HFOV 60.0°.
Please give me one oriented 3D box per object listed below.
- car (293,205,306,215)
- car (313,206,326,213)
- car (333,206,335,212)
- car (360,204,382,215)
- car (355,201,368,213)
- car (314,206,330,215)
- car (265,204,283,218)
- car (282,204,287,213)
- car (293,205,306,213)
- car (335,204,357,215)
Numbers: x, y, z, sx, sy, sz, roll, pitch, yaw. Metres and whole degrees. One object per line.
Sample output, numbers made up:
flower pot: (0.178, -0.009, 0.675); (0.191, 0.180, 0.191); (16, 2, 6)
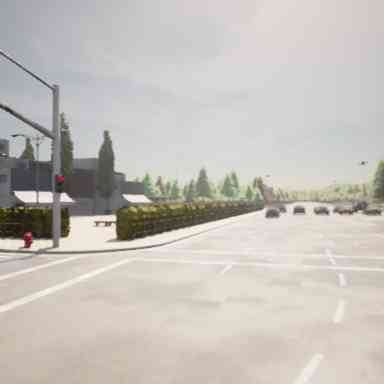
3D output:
car: (17.951, 2.989, 55.463); (1.882, 1.535, 5.008); (-1, -2, 18)
car: (23.637, 3.235, 61.717); (1.895, 1.301, 4.718); (-1, -2, 18)
car: (27.268, 3.145, 61.533); (1.994, 1.385, 4.181); (-1, -2, 18)
car: (27.480, 2.847, 50.833); (1.895, 1.301, 4.718); (-1, -2, 18)
car: (30.485, 2.718, 60.130); (2.150, 2.045, 5.566); (-1, -2, 18)
car: (20.902, 2.930, 53.244); (1.812, 1.442, 4.674); (-1, -2, 19)
car: (11.636, 2.874, 47.627); (1.812, 1.442, 4.674); (-1, -2, 18)
car: (17.325, 3.157, 64.609); (2.097, 1.767, 4.553); (-1, -2, 18)
car: (20.827, 3.246, 64.319); (2.128, 1.511, 4.902); (-1, -2, 18)
car: (24.575, 2.957, 53.198); (1.895, 1.301, 4.718); (-1, -2, 19)
